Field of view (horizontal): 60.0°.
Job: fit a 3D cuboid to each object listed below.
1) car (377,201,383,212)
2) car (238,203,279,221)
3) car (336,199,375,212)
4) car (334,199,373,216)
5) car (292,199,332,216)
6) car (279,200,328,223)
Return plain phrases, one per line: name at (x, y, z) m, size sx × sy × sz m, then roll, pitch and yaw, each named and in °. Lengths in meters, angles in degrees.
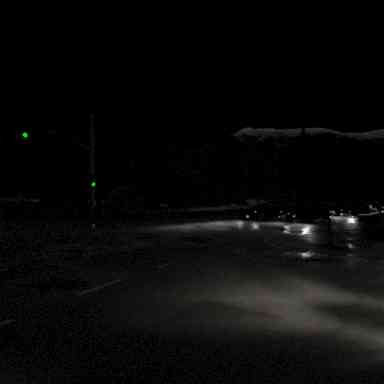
car at (23.031, 1.483, 37.977) m, size 4.902 × 1.511 × 2.128 m, roll 0°, pitch 0°, yaw -34°
car at (5.832, 1.600, 27.577) m, size 1.895 × 1.301 × 4.718 m, roll 0°, pitch 0°, yaw 43°
car at (19.701, 1.541, 40.033) m, size 5.357 × 1.411 × 2.033 m, roll 0°, pitch 0°, yaw -37°
car at (15.642, 1.499, 32.252) m, size 4.892 × 1.490 × 1.837 m, roll 0°, pitch 0°, yaw -41°
car at (12.293, 1.523, 33.944) m, size 4.674 × 1.442 × 1.812 m, roll 0°, pitch 0°, yaw -42°
car at (8.987, 1.502, 25.768) m, size 1.837 × 1.490 × 4.892 m, roll 0°, pitch 0°, yaw 43°
